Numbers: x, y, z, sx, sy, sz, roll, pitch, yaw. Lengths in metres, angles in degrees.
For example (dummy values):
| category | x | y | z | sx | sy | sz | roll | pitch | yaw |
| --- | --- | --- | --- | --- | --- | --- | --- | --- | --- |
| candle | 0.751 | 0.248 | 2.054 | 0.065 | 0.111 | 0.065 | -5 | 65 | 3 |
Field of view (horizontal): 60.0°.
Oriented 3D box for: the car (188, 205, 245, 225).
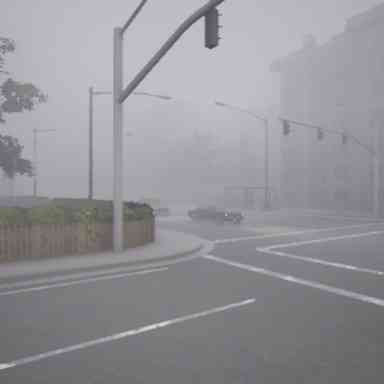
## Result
| category | x | y | z | sx | sy | sz | roll | pitch | yaw |
| --- | --- | --- | --- | --- | --- | --- | --- | --- | --- |
| car | 1.711 | 1.636 | 24.697 | 1.895 | 1.301 | 4.718 | 0 | 0 | -35 |

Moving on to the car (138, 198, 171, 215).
| category | x | y | z | sx | sy | sz | roll | pitch | yaw |
| --- | --- | --- | --- | --- | --- | --- | --- | --- | --- |
| car | -3.910 | 1.388 | 32.823 | 2.097 | 1.767 | 4.553 | 0 | 0 | -35 |
